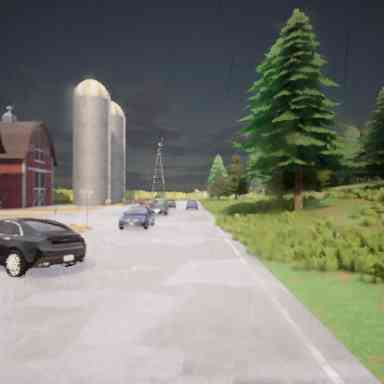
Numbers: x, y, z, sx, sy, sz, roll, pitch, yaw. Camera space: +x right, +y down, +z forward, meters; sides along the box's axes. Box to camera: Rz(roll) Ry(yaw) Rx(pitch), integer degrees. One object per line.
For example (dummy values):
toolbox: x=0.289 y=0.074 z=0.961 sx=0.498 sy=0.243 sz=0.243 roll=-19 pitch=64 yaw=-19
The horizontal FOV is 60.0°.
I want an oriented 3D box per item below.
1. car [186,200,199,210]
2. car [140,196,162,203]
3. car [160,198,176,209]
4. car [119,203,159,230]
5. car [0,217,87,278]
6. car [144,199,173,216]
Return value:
car: x=0.008 y=1.961 z=50.431 sx=2.033 sy=1.411 sz=5.357 roll=0 pitch=0 yaw=0
car: x=-9.047 y=2.131 z=70.913 sx=4.181 sy=1.381 sz=1.994 roll=0 pitch=0 yaw=-1
car: x=-3.524 y=1.993 z=52.338 sx=1.994 sy=1.385 sz=4.181 roll=0 pitch=-1 yaw=1
car: x=-3.686 y=1.714 z=22.933 sx=1.812 sy=1.442 sz=4.674 roll=0 pitch=0 yaw=2
car: x=-5.394 y=1.544 z=10.253 sx=4.892 sy=1.490 sz=1.837 roll=0 pitch=-4 yaw=31
car: x=-3.583 y=1.791 z=36.459 sx=2.128 sy=1.511 sz=4.902 roll=0 pitch=-1 yaw=0
